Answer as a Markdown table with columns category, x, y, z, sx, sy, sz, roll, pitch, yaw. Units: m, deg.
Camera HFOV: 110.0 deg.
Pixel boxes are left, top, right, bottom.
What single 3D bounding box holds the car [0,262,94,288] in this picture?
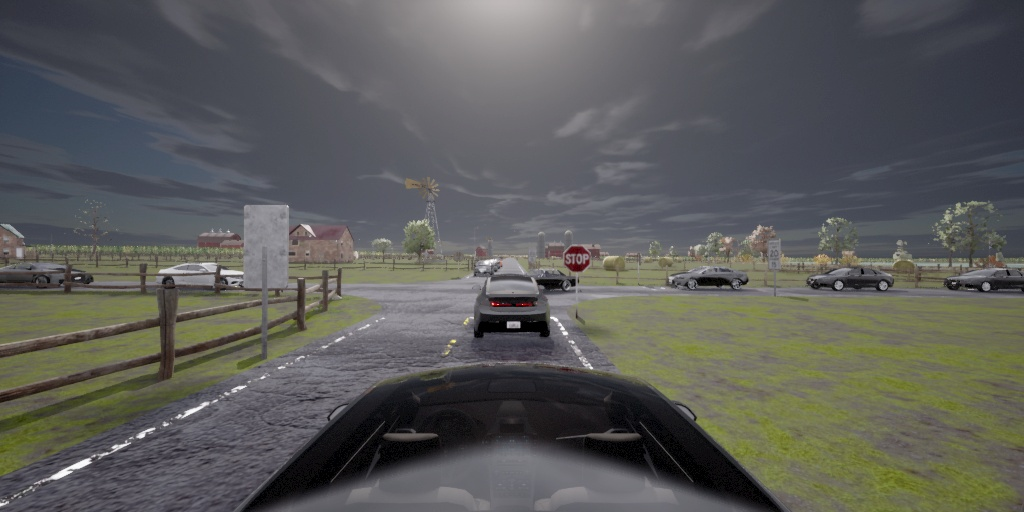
| category | x | y | z | sx | sy | sz | roll | pitch | yaw |
| --- | --- | --- | --- | --- | --- | --- | --- | --- | --- |
| car | -26.356 | 1.048 | 20.086 | 4.181 | 1.385 | 1.994 | 1 | -1 | -1 |

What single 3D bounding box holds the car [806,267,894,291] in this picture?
| category | x | y | z | sx | sy | sz | roll | pitch | yaw |
| --- | --- | --- | --- | --- | --- | --- | --- | --- | --- |
| car | 22.209 | 1.499 | 23.674 | 4.892 | 1.490 | 1.837 | 1 | -1 | -1 |

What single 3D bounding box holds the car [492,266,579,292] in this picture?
| category | x | y | z | sx | sy | sz | roll | pitch | yaw |
| --- | --- | --- | --- | --- | --- | --- | --- | --- | --- |
| car | 1.507 | 1.369 | 20.284 | 4.718 | 1.301 | 1.895 | 1 | 0 | -35 |

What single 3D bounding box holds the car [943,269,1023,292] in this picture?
| category | x | y | z | sx | sy | sz | roll | pitch | yaw |
| --- | --- | --- | --- | --- | --- | --- | --- | --- | --- |
| car | 31.712 | 1.587 | 23.791 | 4.892 | 1.490 | 1.837 | 1 | -1 | -1 |

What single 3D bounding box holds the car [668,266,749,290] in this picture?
| category | x | y | z | sx | sy | sz | roll | pitch | yaw |
| --- | --- | --- | --- | --- | --- | --- | --- | --- | --- |
| car | 12.808 | 1.397 | 23.508 | 4.902 | 1.511 | 2.128 | 1 | -1 | -2 |

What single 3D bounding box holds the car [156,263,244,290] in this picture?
| category | x | y | z | sx | sy | sz | roll | pitch | yaw |
| --- | --- | --- | --- | --- | --- | --- | --- | --- | --- |
| car | -17.236 | 1.103 | 20.203 | 4.674 | 1.442 | 1.812 | 1 | -1 | -1 |

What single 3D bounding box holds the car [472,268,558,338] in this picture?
| category | x | y | z | sx | sy | sz | roll | pitch | yaw |
| --- | --- | --- | --- | --- | --- | --- | --- | --- | --- |
| car | -0.070 | 1.256 | 10.239 | 1.837 | 1.490 | 4.892 | 0 | 0 | -3 |

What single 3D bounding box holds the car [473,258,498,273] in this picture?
| category | x | y | z | sx | sy | sz | roll | pitch | yaw |
| --- | --- | --- | --- | --- | --- | --- | --- | --- | --- |
| car | -2.843 | 1.243 | 36.927 | 2.128 | 1.511 | 4.902 | 0 | 0 | 0 |

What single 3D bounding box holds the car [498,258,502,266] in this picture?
| category | x | y | z | sx | sy | sz | roll | pitch | yaw |
| --- | --- | --- | --- | --- | --- | --- | --- | --- | --- |
| car | -2.832 | 1.241 | 46.373 | 2.128 | 1.511 | 4.902 | 0 | 0 | 0 |
